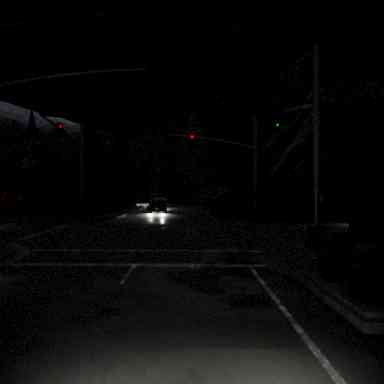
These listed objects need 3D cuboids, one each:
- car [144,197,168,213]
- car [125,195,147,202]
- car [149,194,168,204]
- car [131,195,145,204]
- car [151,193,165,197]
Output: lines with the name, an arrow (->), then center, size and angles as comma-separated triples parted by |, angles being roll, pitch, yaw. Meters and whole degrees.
car -> -3.767, 1.565, 36.640 | 1.994, 1.385, 4.181 | 0, 0, -2
car -> -12.365, 1.483, 73.365 | 4.902, 1.511, 2.128 | 0, 0, 42
car -> -6.614, 1.354, 65.061 | 2.097, 1.767, 4.553 | 0, 0, -27
car -> -10.372, 1.603, 64.446 | 1.895, 1.301, 4.718 | 0, 0, -27
car -> -4.972, 1.222, 48.970 | 2.150, 2.045, 5.566 | 0, 0, -12
